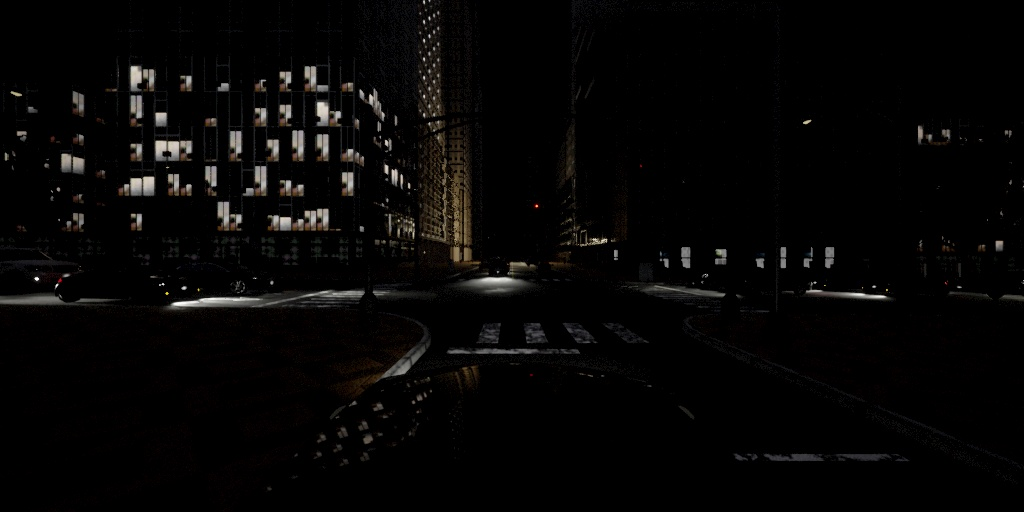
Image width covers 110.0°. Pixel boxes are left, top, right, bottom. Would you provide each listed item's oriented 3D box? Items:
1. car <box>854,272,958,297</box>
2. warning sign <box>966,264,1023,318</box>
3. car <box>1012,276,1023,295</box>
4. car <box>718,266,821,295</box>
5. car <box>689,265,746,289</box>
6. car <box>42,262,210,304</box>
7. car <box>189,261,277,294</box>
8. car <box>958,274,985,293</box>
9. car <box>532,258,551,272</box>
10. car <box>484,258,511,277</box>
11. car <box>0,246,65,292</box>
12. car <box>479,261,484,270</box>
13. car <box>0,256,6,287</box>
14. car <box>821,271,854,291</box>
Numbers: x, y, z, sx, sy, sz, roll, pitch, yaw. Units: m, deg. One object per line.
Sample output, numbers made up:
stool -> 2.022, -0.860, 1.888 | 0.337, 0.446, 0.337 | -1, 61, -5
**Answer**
car -> 24.730, 1.782, 22.619 | 4.181, 1.385, 1.994 | 1, 0, -3
warning sign -> 17.309, 1.204, 12.837 | 1.060, 1.860, 1.300 | 0, 0, -2
car -> 35.836, 1.769, 23.088 | 4.553, 1.767, 2.097 | 1, 0, -2
car -> 15.862, 1.564, 22.244 | 4.892, 1.490, 1.837 | 1, 0, -4
car -> 15.071, 1.396, 25.452 | 4.553, 1.767, 2.097 | 1, 0, -3
car -> -15.040, 1.063, 14.191 | 4.181, 1.385, 1.994 | 1, 0, -2
car -> -14.241, 1.004, 17.486 | 4.902, 1.511, 2.128 | 1, 0, -3
car -> 34.899, 2.000, 26.304 | 4.718, 1.301, 1.895 | 1, 0, -3
car -> 4.067, 1.329, 46.681 | 1.948, 1.339, 4.313 | 0, 0, 0
car -> -1.367, 1.260, 36.590 | 2.128, 1.511, 4.902 | 0, 0, -1
car -> -24.081, 0.553, 17.051 | 5.566, 2.045, 2.150 | 1, 0, -2
car -> -3.869, 1.343, 52.199 | 1.802, 1.307, 4.207 | 0, 0, 0
car -> -23.687, 0.832, 13.820 | 4.902, 1.511, 2.128 | 1, 0, -3
car -> 23.694, 1.762, 25.841 | 4.181, 1.385, 1.994 | 1, 0, -5
